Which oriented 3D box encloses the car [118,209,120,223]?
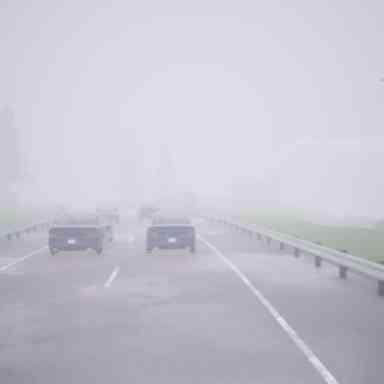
[{"bbox_3d":[-6.910,1.776,27.204,1.895,1.301,4.718,0,0,-13],"label":"car"}]

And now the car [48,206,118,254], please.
[{"bbox_3d":[-4.473,1.570,14.003,1.882,1.535,5.008,0,0,-7],"label":"car"}]

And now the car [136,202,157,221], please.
[{"bbox_3d":[-3.913,1.659,29.663,1.882,1.535,5.008,0,0,-14],"label":"car"}]

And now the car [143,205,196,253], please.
[{"bbox_3d":[-0.979,1.563,14.285,1.882,1.535,5.008,0,0,-7],"label":"car"}]
